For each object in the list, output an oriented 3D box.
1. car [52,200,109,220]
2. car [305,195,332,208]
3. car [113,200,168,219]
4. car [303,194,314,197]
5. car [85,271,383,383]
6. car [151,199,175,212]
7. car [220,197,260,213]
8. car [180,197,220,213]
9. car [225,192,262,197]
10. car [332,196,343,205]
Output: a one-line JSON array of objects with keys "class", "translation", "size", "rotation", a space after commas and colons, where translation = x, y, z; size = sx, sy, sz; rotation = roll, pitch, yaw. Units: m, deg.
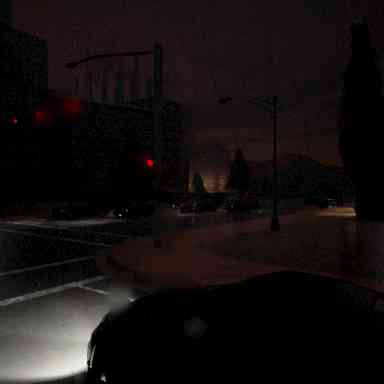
[{"class": "car", "translation": [-9.403, 1.478, 28.435], "size": [1.882, 1.535, 5.008], "rotation": [0, 0, 36]}, {"class": "car", "translation": [18.610, 1.564, 48.816], "size": [1.994, 1.385, 4.181], "rotation": [0, 0, 37]}, {"class": "car", "translation": [-4.600, 1.601, 29.079], "size": [1.895, 1.301, 4.718], "rotation": [0, 0, 36]}, {"class": "car", "translation": [21.369, 1.502, 58.563], "size": [1.837, 1.490, 4.892], "rotation": [0, -1, 36]}, {"class": "car", "translation": [0.837, 1.564, 3.403], "size": [4.181, 1.385, 1.994], "rotation": [0, 0, 35]}, {"class": "car", "translation": [-3.884, 1.505, 36.023], "size": [1.837, 1.490, 4.892], "rotation": [0, 0, 36]}, {"class": "car", "translation": [5.694, 1.547, 36.965], "size": [2.033, 1.411, 5.357], "rotation": [0, 0, 36]}, {"class": "car", "translation": [0.717, 1.352, 36.409], "size": [2.097, 1.767, 4.553], "rotation": [0, 0, 36]}, {"class": "car", "translation": [7.016, 1.221, 45.069], "size": [2.150, 2.045, 5.566], "rotation": [0, 0, 36]}, {"class": "car", "translation": [24.487, 1.492, 56.901], "size": [2.128, 1.511, 4.902], "rotation": [0, 0, 36]}]
